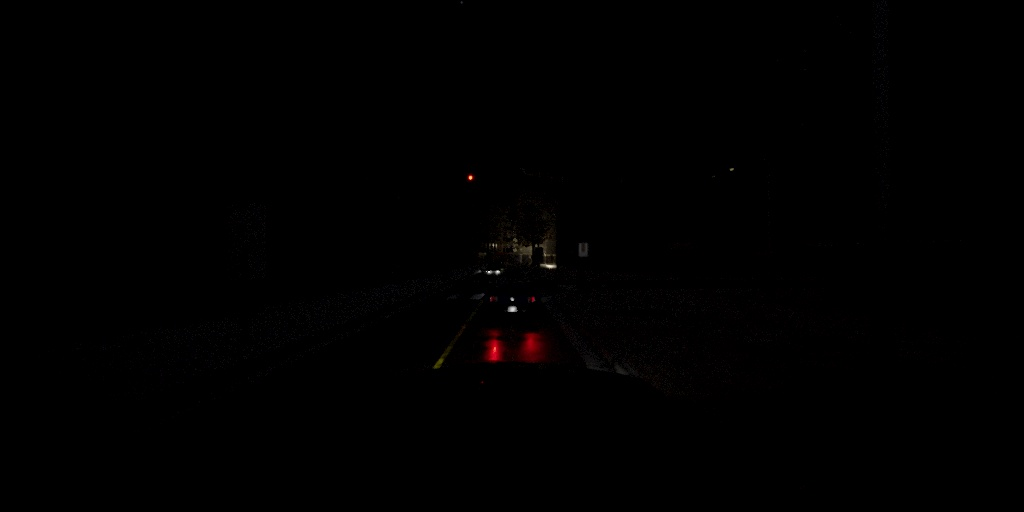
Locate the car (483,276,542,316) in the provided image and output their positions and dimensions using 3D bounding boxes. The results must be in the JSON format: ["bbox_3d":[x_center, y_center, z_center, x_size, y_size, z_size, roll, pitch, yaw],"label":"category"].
[{"bbox_3d":[0.034,1.417,13.634,1.895,1.301,4.718,0,0,0],"label":"car"}]

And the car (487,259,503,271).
[{"bbox_3d":[-2.839,1.628,56.336,2.033,1.411,5.357,0,0,0],"label":"car"}]
